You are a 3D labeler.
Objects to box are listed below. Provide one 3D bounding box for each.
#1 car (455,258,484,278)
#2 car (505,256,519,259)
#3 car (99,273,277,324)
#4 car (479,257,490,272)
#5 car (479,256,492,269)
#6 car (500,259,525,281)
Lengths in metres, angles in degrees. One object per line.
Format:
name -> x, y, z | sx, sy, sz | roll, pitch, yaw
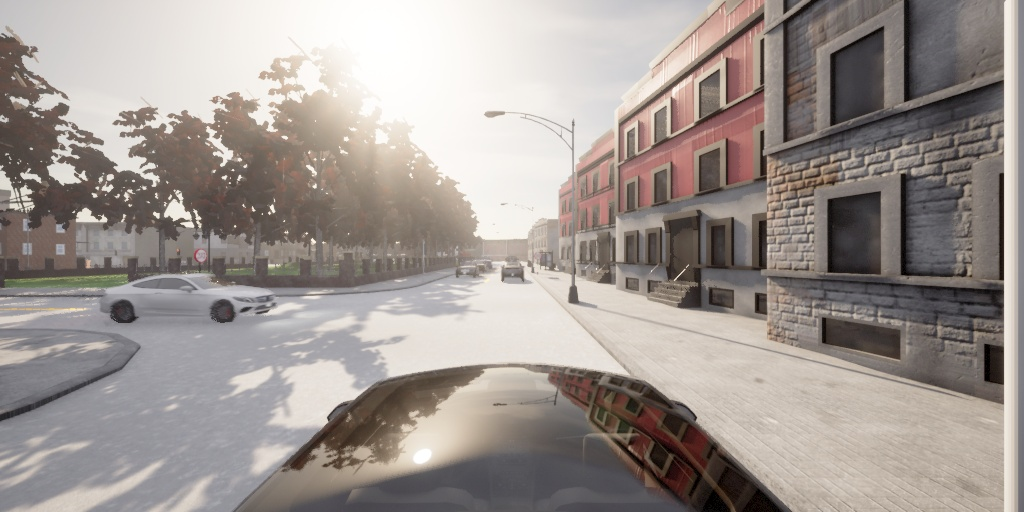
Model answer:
car -> -4.184, 1.241, 34.169 | 2.128, 1.511, 4.902 | 0, 0, 0
car -> -0.052, 0.971, 60.119 | 2.150, 2.045, 5.566 | 0, 0, 0
car -> -10.110, 1.276, 11.376 | 4.674, 1.442, 1.812 | 0, 0, -2
car -> -4.205, 1.227, 44.317 | 1.882, 1.535, 5.008 | 0, 0, 0
car -> -4.205, 0.971, 55.051 | 2.150, 2.045, 5.566 | 0, 0, 0
car -> 0.044, 1.241, 30.382 | 2.128, 1.511, 4.902 | 0, 0, 0
